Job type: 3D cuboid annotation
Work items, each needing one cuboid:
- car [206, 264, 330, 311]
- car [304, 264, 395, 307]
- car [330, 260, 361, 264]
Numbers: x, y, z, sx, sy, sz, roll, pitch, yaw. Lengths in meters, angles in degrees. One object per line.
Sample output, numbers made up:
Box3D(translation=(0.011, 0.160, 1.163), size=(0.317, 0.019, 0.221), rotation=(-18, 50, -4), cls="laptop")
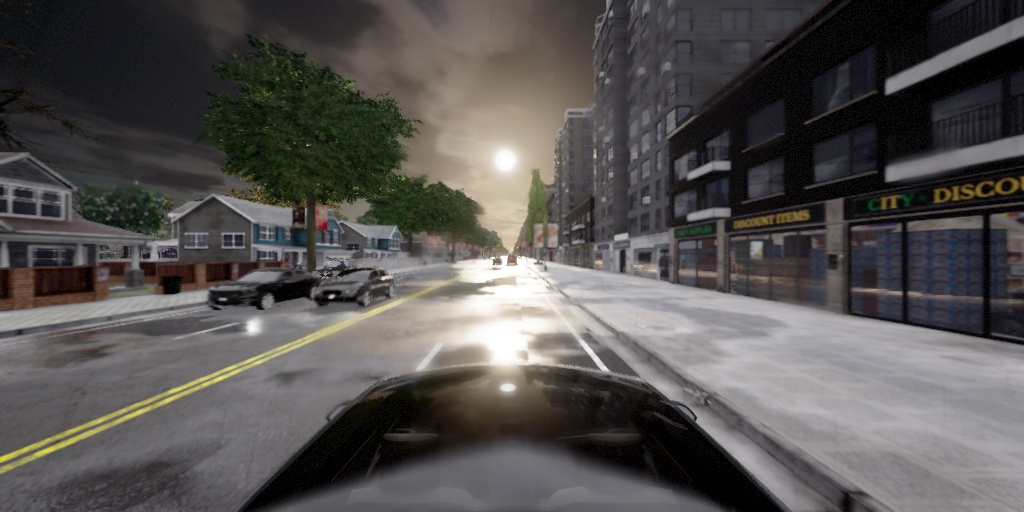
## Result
Box3D(translation=(-9.809, 1.220, 14.689), size=(1.882, 1.535, 5.008), rotation=(0, 0, 0), cls="car")
Box3D(translation=(-6.549, 1.249, 15.486), size=(1.837, 1.490, 4.892), rotation=(0, 0, 0), cls="car")
Box3D(translation=(-9.749, 0.946, 20.755), size=(1.994, 1.385, 4.181), rotation=(0, 0, 0), cls="car")
